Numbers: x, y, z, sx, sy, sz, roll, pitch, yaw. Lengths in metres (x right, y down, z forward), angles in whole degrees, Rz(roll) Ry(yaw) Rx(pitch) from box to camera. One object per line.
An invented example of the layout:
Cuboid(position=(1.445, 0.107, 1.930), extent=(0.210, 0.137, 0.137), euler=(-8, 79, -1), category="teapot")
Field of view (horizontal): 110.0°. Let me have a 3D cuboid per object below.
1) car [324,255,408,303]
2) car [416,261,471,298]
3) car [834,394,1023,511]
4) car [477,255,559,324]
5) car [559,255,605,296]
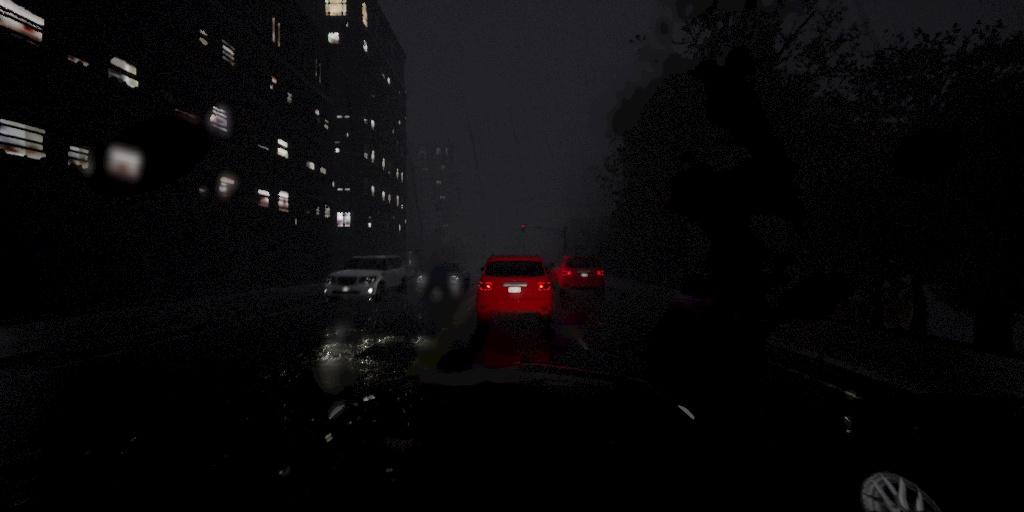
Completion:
Cuboid(position=(-6.605, 0.965, 16.991), extent=(2.150, 2.045, 5.566), euler=(0, 0, 0), category="car")
Cuboid(position=(-3.355, 1.093, 18.290), extent=(2.097, 1.767, 4.553), euler=(0, 0, 0), category="car")
Cuboid(position=(3.349, 1.228, 0.598), extent=(1.882, 1.535, 5.008), euler=(0, 0, 0), category="car")
Cuboid(position=(0.085, 0.968, 12.125), extent=(2.150, 2.045, 5.566), euler=(0, 0, 0), category="car")
Cuboid(position=(3.346, 0.964, 19.222), extent=(2.150, 2.045, 5.566), euler=(0, 0, 0), category="car")
